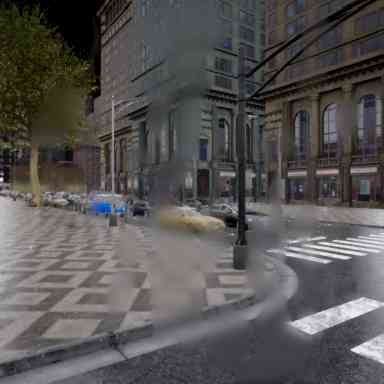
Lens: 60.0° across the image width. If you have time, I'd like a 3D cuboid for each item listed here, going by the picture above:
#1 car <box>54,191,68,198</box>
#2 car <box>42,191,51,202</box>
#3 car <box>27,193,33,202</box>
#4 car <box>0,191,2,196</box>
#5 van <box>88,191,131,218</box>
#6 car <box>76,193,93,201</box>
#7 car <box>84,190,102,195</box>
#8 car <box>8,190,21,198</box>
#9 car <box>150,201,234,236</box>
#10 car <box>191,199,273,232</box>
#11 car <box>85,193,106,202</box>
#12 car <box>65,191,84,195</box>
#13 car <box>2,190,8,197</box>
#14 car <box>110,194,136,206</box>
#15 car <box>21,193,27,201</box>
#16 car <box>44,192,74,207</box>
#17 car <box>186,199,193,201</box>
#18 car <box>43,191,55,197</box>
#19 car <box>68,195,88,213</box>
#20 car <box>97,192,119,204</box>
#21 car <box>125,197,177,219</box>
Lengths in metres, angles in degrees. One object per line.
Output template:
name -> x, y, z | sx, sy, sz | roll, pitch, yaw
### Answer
car -> -28.992, 0.587, 73.321 | 1.887, 1.381, 4.507 | 1, 0, -35
car -> -19.744, 0.992, 45.461 | 2.008, 1.369, 4.403 | 1, 0, -35
car -> -22.986, 0.910, 50.048 | 2.008, 1.369, 4.403 | 1, 0, -35
car -> -45.676, 0.254, 82.162 | 1.967, 1.590, 4.097 | 1, 0, -35
van -> -6.775, 1.091, 27.105 | 1.690, 1.788, 3.998 | 1, 0, -35
car -> -19.269, 0.861, 59.560 | 1.802, 1.307, 4.206 | 1, 0, -35
car -> -9.190, 0.870, 35.132 | 2.150, 2.045, 5.566 | 0, 1, -35
car -> -35.950, 0.483, 68.398 | 1.967, 1.590, 4.097 | 1, 0, -35
car -> -0.194, 1.398, 17.787 | 1.752, 1.417, 4.829 | 1, 0, -35
car -> 2.348, 1.370, 18.781 | 2.128, 1.511, 4.902 | 0, 1, -35
car -> -16.027, 0.910, 54.973 | 2.008, 1.369, 4.403 | 1, 0, -35
car -> -15.072, 1.029, 43.531 | 1.812, 1.442, 4.674 | 0, 1, -34
car -> -42.434, 0.330, 77.574 | 1.967, 1.590, 4.097 | 1, 0, -35
car -> -9.544, 1.073, 45.799 | 2.008, 1.369, 4.403 | 1, 0, -35
car -> -26.227, 0.830, 54.636 | 2.008, 1.369, 4.403 | 1, 0, -35
car -> -16.405, 1.051, 40.734 | 1.752, 1.417, 4.829 | 1, 0, -35
car -> 0.180, 1.315, 32.033 | 1.947, 1.339, 4.313 | 1, 0, -35
car -> -35.476, 0.471, 82.496 | 1.802, 1.307, 4.206 | 1, 0, -35
car -> -10.019, 1.230, 31.694 | 2.008, 1.369, 4.403 | 1, 0, -35
car -> -12.784, 0.880, 50.386 | 1.967, 1.590, 4.097 | 1, 0, -35
car -> -3.374, 1.338, 26.890 | 1.994, 1.385, 4.181 | 0, 1, -35
